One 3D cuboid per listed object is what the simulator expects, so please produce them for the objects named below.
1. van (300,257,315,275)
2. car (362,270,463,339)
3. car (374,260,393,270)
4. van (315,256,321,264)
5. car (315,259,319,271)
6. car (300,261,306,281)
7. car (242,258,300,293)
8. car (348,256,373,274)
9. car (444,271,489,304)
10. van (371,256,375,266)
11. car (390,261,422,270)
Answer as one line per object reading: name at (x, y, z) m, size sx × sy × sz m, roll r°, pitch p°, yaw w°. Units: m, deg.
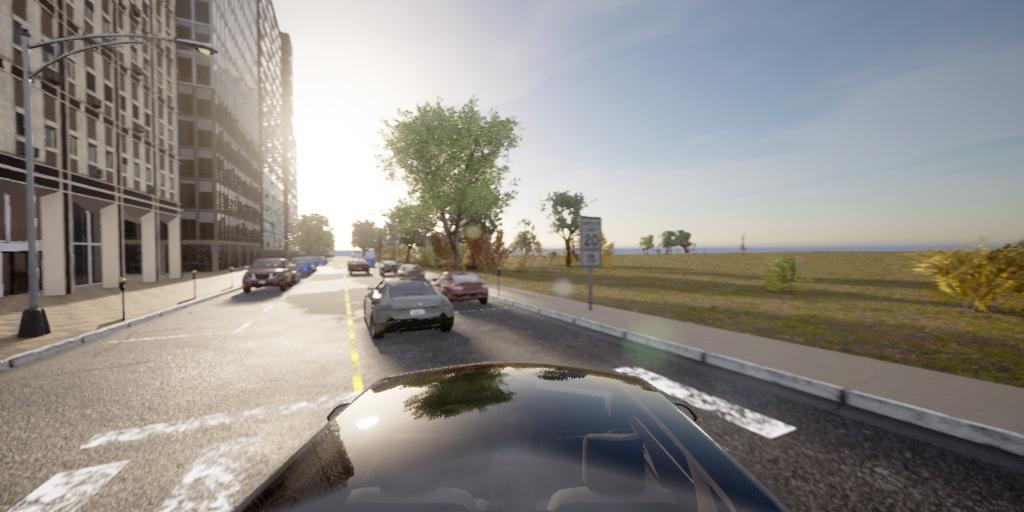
van at (-21.299, 1.046, 36.302) m, size 1.690 × 1.789 × 3.998 m, roll 0°, pitch 0°, yaw -25°
car at (-3.065, 1.280, 10.199) m, size 1.994 × 1.385 × 4.181 m, roll -1°, pitch 1°, yaw -25°
car at (-11.865, 1.164, 34.794) m, size 2.007 × 1.370 × 4.403 m, roll 0°, pitch 0°, yaw -25°
van at (-26.049, 1.018, 46.329) m, size 1.690 × 1.789 × 3.998 m, roll 0°, pitch 0°, yaw -25°
car at (-23.674, 1.273, 41.316) m, size 1.802 × 1.307 × 4.207 m, roll 0°, pitch 0°, yaw -25°
car at (-16.594, 1.300, 26.254) m, size 1.948 × 1.339 × 4.313 m, roll 0°, pitch 0°, yaw -25°
car at (-14.261, 1.064, 21.221) m, size 2.192 × 1.841 × 5.009 m, roll 0°, pitch 0°, yaw -25°
car at (-16.366, 1.112, 38.409) m, size 1.882 × 1.535 × 5.008 m, roll -1°, pitch 1°, yaw -25°
car at (-2.261, 1.251, 14.816) m, size 1.802 × 1.307 × 4.207 m, roll 0°, pitch 0°, yaw -25°
van at (-23.725, 0.883, 59.833) m, size 1.690 × 1.789 × 3.998 m, roll 0°, pitch 0°, yaw -25°
car at (-7.038, 1.223, 24.818) m, size 1.802 × 1.307 × 4.207 m, roll 0°, pitch 0°, yaw -25°
